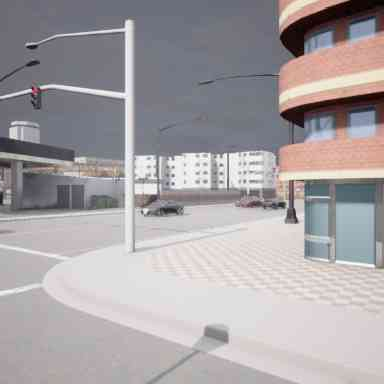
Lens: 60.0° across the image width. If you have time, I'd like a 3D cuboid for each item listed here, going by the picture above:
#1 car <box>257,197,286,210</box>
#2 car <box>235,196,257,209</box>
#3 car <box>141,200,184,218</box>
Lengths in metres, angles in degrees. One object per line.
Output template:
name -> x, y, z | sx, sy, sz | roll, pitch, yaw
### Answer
car -> 10.839, 1.491, 43.727 | 2.128, 1.511, 4.902 | 0, 0, 35
car -> 7.733, 1.351, 45.680 | 2.097, 1.767, 4.553 | 0, 0, 35
car -> -2.647, 1.493, 30.695 | 2.128, 1.511, 4.902 | 0, 0, 35
